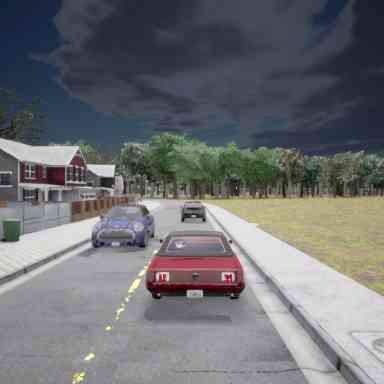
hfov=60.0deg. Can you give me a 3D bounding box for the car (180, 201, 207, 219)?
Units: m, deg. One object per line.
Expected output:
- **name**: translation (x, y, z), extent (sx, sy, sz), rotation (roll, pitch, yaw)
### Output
- **car**: translation (0.112, 1.500, 26.434), extent (1.837, 1.490, 4.892), rotation (0, 0, 0)

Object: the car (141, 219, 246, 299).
- **car**: translation (0.099, 1.600, 8.386), extent (1.895, 1.301, 4.718), rotation (0, 0, 1)

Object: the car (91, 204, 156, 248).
- **car**: translation (-2.845, 1.350, 14.617), extent (2.097, 1.767, 4.553), rotation (0, 0, 0)
